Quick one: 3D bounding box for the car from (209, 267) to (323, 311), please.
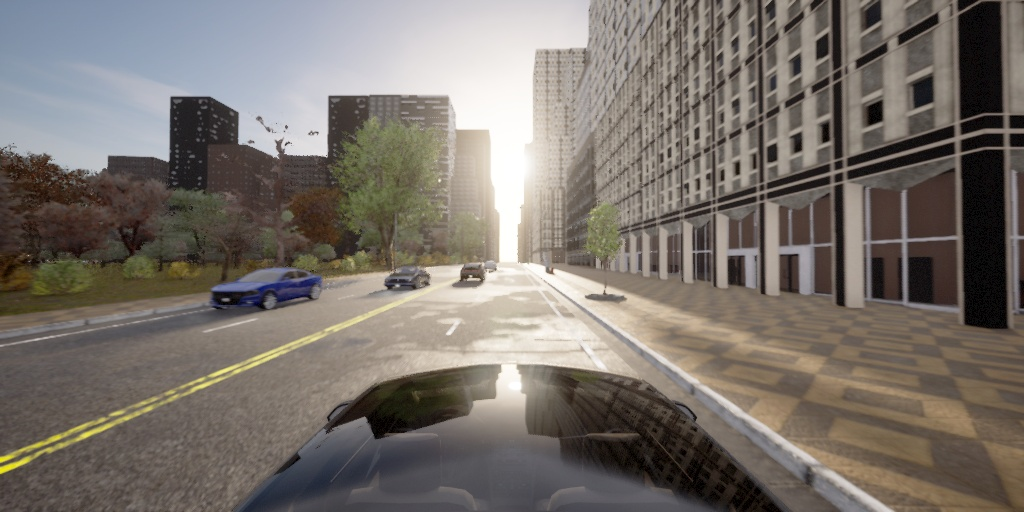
[{"bbox_3d":[-9.854,1.243,14.858,1.882,1.535,5.008,0,0,0],"label":"car"}]

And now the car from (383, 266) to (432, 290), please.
[{"bbox_3d":[-6.567,1.333,23.283,2.033,1.411,5.357,0,0,0],"label":"car"}]

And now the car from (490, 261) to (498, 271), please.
[{"bbox_3d":[-3.185,1.428,53.545,1.812,1.442,4.674,0,0,0],"label":"car"}]

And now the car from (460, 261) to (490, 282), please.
[{"bbox_3d":[-3.169,1.310,29.884,1.837,1.490,4.892,0,0,0],"label":"car"}]
